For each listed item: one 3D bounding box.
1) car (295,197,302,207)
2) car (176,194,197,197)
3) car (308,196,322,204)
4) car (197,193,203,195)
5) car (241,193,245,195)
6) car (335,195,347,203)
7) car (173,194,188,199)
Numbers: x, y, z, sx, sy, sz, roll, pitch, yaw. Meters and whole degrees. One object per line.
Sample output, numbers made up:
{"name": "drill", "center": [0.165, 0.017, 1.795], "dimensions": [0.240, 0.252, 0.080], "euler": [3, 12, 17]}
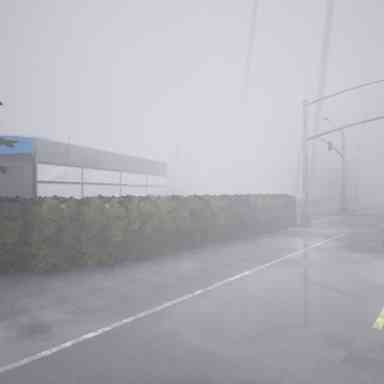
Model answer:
{"name": "car", "center": [13.149, 1.340, 44.587], "dimensions": [2.007, 1.523, 4.514], "euler": [0, 0, 38]}
{"name": "car", "center": [-1.695, 1.298, 66.086], "dimensions": [2.007, 1.523, 4.514], "euler": [0, 0, 38]}
{"name": "car", "center": [22.344, 1.384, 61.045], "dimensions": [1.970, 1.475, 3.806], "euler": [0, 0, 38]}
{"name": "car", "center": [2.215, 1.154, 86.060], "dimensions": [2.152, 1.636, 5.027], "euler": [0, 0, 38]}
{"name": "car", "center": [12.253, 1.077, 78.127], "dimensions": [1.905, 1.878, 3.866], "euler": [0, 0, 38]}
{"name": "car", "center": [29.283, 1.374, 65.019], "dimensions": [1.845, 1.501, 3.633], "euler": [0, 0, 38]}
{"name": "car", "center": [-3.021, 1.232, 89.786], "dimensions": [1.970, 1.475, 3.806], "euler": [0, 0, 38]}
